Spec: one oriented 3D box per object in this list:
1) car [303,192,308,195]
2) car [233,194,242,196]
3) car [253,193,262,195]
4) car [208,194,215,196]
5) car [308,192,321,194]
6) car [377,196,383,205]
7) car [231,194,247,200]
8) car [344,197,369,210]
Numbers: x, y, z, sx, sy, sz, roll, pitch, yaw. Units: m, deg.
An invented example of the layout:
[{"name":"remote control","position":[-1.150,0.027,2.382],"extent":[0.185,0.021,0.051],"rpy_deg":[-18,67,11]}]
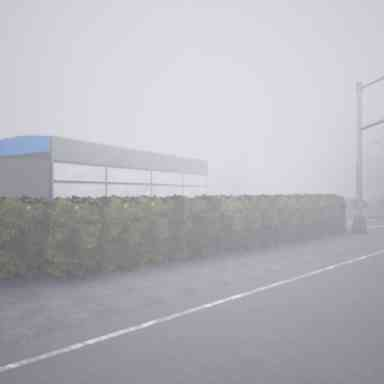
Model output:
[{"name":"car","position":[24.982,1.042,72.594],"extent":[3.866,1.878,1.905],"rpy_deg":[0,0,-41]},{"name":"car","position":[8.946,1.272,63.519],"extent":[4.514,1.523,2.007],"rpy_deg":[0,0,-41]},{"name":"car","position":[16.692,1.118,82.340],"extent":[5.027,1.636,2.152],"rpy_deg":[0,0,-41]},{"name":"car","position":[4.546,1.266,85.242],"extent":[4.514,1.523,2.007],"rpy_deg":[0,0,-41]},{"name":"car","position":[27.178,1.062,70.648],"extent":[4.605,1.855,1.932],"rpy_deg":[0,0,-41]},{"name":"car","position":[31.531,1.354,53.866],"extent":[3.806,1.475,1.970],"rpy_deg":[0,0,-41]},{"name":"car","position":[12.288,1.197,87.019],"extent":[3.806,1.475,1.970],"rpy_deg":[0,0,-41]},{"name":"car","position":[19.289,1.318,39.529],"extent":[4.514,1.523,2.007],"rpy_deg":[0,0,-41]}]
